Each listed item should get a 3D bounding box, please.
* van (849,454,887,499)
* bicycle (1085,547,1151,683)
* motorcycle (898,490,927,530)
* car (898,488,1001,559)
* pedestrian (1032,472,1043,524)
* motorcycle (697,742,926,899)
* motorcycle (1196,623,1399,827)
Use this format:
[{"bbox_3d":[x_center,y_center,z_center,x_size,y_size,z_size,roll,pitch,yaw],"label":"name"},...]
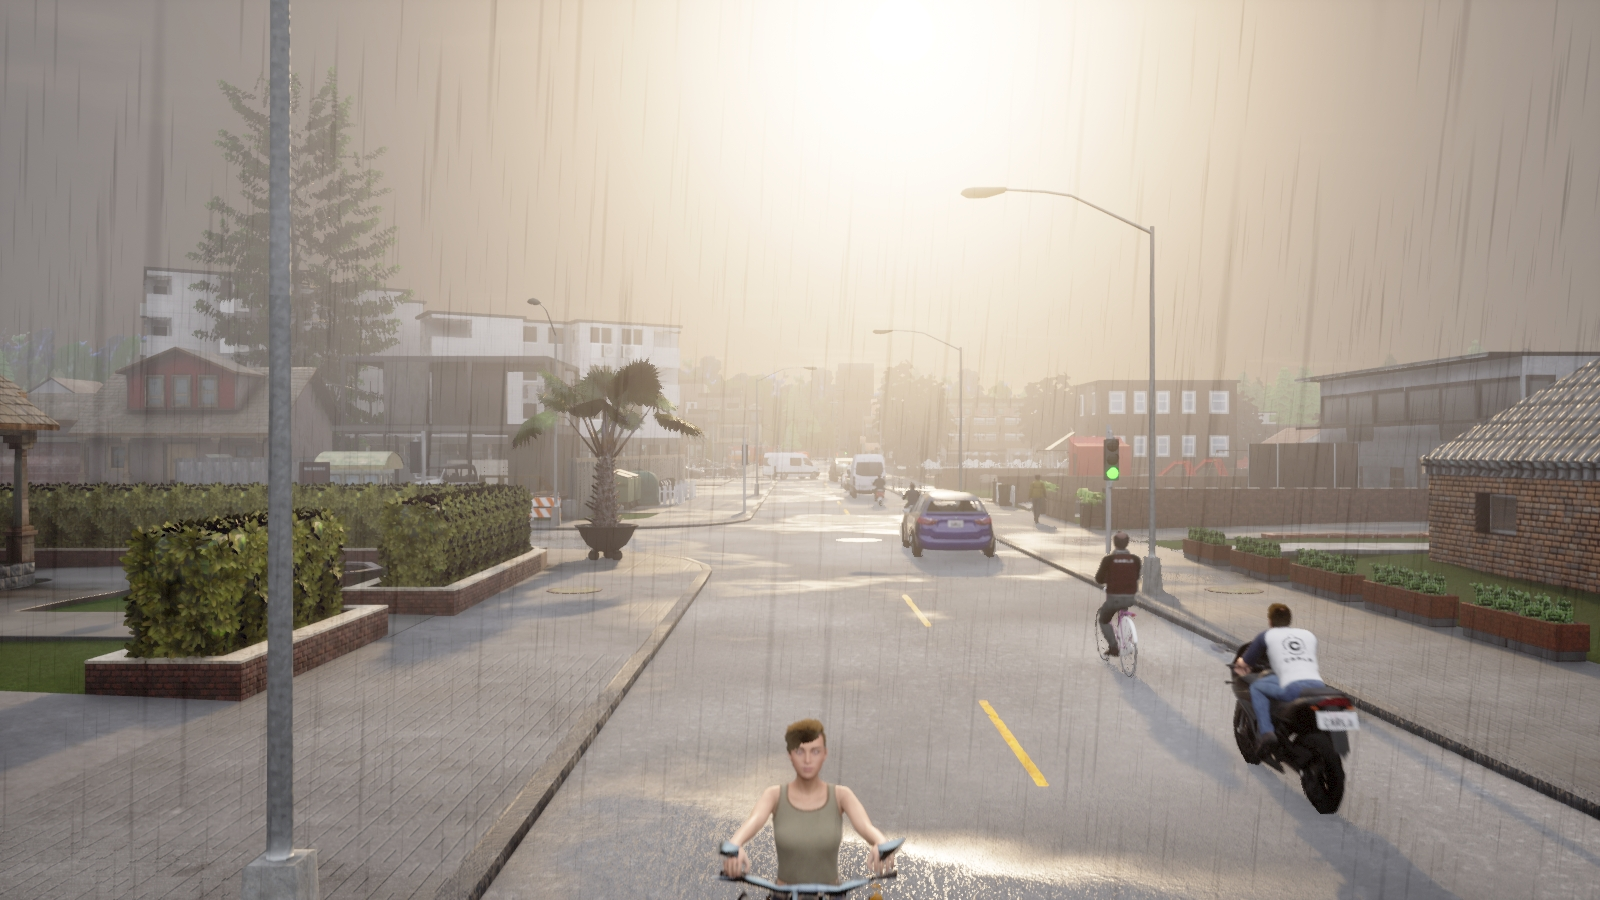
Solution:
[{"bbox_3d":[4.032,1.535,68.677,1.988,2.561,5.915,0,0,0],"label":"van"},{"bbox_3d":[4.043,2.060,14.629,0.329,1.471,1.835,0,0,0],"label":"bicycle"},{"bbox_3d":[4.029,2.142,41.079,0.856,1.316,1.805,0,0,0],"label":"motorcycle"},{"bbox_3d":[4.032,1.967,31.649,2.242,1.667,4.611,0,0,0],"label":"car"},{"bbox_3d":[8.649,1.744,41.686,0.375,1.860,0.375,0,0,14],"label":"pedestrian"},{"bbox_3d":[0.041,2.155,4.685,0.764,1.307,2.356,0,0,0],"label":"motorcycle"},{"bbox_3d":[4.022,2.186,9.452,0.803,1.199,2.033,0,0,0],"label":"motorcycle"}]
